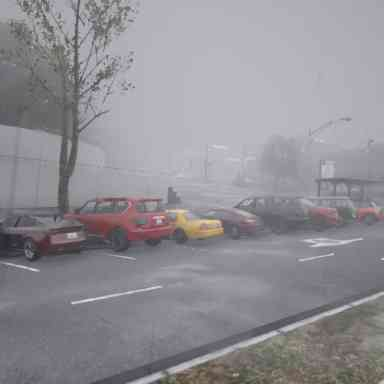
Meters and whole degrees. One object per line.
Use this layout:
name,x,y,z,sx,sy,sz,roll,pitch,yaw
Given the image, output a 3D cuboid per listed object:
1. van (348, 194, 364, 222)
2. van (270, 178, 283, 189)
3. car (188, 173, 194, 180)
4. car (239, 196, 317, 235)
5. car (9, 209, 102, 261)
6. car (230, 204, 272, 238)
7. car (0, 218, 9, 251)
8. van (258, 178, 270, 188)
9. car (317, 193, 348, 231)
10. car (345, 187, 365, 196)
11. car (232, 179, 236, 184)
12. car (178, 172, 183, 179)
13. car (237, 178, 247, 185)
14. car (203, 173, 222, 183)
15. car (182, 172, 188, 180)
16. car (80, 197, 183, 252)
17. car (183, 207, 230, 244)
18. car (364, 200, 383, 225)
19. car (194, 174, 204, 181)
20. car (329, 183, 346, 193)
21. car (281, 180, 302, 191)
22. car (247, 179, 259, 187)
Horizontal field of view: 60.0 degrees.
van,8.950,1.296,22.687,4.442,1.987,1.878,-1,-1,35
van,17.565,-1.491,65.156,1.878,1.987,4.442,7,4,35
car,1.925,-3.851,87.368,2.185,1.767,4.553,6,3,34
car,3.900,1.262,19.310,5.566,2.045,2.435,-1,-1,35
car,-5.894,1.523,12.346,4.792,1.488,2.163,-1,-1,35
car,1.474,1.548,17.551,4.674,1.452,2.002,-1,-1,35
car,-8.313,1.492,10.599,4.892,1.521,2.231,-1,-1,34
van,15.834,-1.764,67.626,1.878,1.987,4.442,7,4,35
car,6.413,1.266,21.016,5.566,2.045,2.435,-1,-1,35
car,26.233,0.136,52.940,2.002,1.452,4.674,7,3,35
car,10.682,-2.317,75.137,2.002,1.452,4.674,7,3,35
car,-1.580,-4.363,92.183,2.435,2.045,5.566,1,-1,34
car,12.426,-2.044,72.676,2.002,1.452,4.674,7,4,35
car,5.572,-3.176,82.644,1.946,1.575,5.366,7,3,34
car,0.193,-4.085,89.837,2.185,1.767,4.553,4,1,33
car,-3.451,1.247,14.093,5.566,2.045,2.435,-1,-1,34
car,-1.132,1.502,15.922,5.366,1.575,1.946,-1,-1,35
car,11.358,1.402,24.439,4.553,1.767,2.185,-1,-1,35
car,3.720,-3.699,84.903,2.435,2.045,5.566,7,3,34
car,24.541,-0.427,55.412,2.435,2.045,5.566,7,3,35
car,19.326,-0.993,62.794,2.231,1.521,4.892,7,3,35
car,14.258,-1.812,70.356,1.946,1.575,5.366,7,3,35
